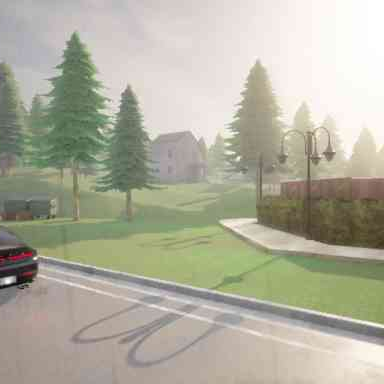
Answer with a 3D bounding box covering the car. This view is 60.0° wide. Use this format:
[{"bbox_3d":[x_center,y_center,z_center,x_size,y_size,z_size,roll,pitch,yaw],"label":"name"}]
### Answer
[{"bbox_3d":[-5.613,1.505,7.995,4.892,1.490,1.837,0,0,36],"label":"car"}]
